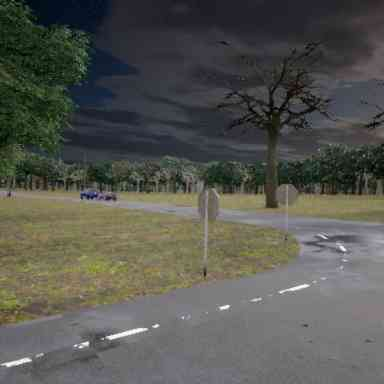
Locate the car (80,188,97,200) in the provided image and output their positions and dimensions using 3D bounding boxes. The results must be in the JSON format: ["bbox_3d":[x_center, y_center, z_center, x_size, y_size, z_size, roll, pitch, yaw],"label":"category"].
[{"bbox_3d":[-18.378,0.359,60.034,2.150,2.045,5.566,2,-1,-36],"label":"car"}]

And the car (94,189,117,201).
[{"bbox_3d":[-13.669,0.676,53.560,1.837,1.490,4.892,2,-1,-35],"label":"car"}]
